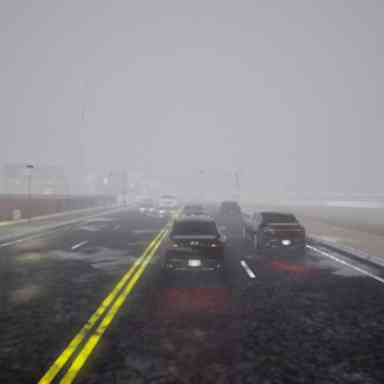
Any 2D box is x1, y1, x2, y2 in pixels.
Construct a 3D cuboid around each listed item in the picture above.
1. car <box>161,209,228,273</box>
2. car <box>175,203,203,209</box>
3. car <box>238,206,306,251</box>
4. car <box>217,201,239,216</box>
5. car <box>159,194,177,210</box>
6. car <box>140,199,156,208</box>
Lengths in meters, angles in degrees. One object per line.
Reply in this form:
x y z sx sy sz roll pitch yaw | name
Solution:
0.078 1.530 10.741 1.837 1.490 4.892 0 0 0 | car
0.088 1.608 24.425 2.033 1.411 5.357 0 0 0 | car
3.347 1.538 14.215 1.837 1.490 4.892 0 0 0 | car
3.368 1.557 30.823 1.882 1.535 5.008 0 0 0 | car
-3.287 1.348 46.083 2.150 2.045 5.566 0 0 0 | car
-6.513 1.687 49.751 2.033 1.411 5.357 0 0 1 | car
